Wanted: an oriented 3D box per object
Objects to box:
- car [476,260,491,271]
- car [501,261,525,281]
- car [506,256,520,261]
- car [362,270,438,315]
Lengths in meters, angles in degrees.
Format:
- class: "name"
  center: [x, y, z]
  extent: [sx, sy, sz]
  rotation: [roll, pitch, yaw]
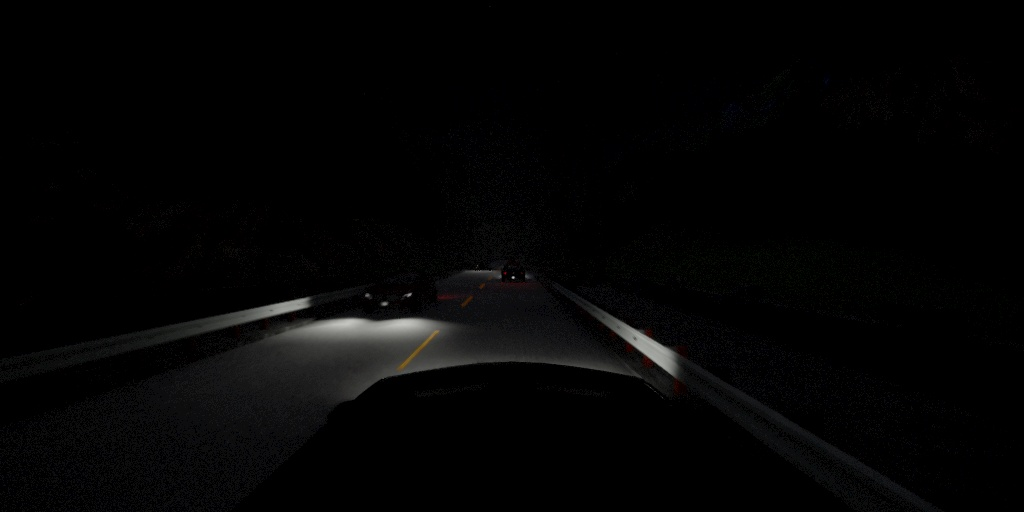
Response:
- class: "car"
  center: [-4.050, 1.268, 50.884]
  extent: [1.837, 1.490, 4.892]
  rotation: [0, 0, 1]
- class: "car"
  center: [0.102, 1.359, 29.638]
  extent: [1.895, 1.301, 4.718]
  rotation: [0, 0, 0]
- class: "car"
  center: [0.104, 0.990, 61.081]
  extent: [2.150, 2.045, 5.566]
  rotation: [0, 0, 0]
- class: "car"
  center: [-4.096, 1.279, 13.848]
  extent: [1.812, 1.442, 4.674]
  rotation: [0, 0, 0]
